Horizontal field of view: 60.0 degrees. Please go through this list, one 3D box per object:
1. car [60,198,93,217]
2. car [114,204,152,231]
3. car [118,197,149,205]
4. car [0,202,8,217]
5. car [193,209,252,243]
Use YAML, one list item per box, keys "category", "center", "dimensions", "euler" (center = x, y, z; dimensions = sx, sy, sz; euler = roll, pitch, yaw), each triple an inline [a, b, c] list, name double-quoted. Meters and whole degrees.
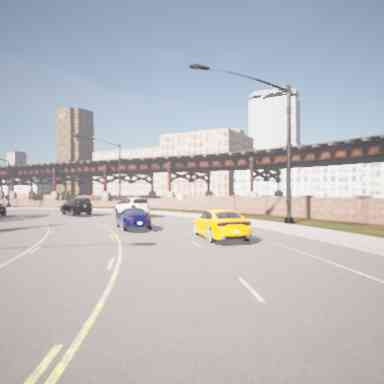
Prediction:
- category: "car"
  center: [-13.645, 1.753, 39.157]
  dimensions: [2.150, 2.045, 5.566]
  euler: [-1, -1, -40]
- category: "car"
  center: [-4.004, 1.787, 22.633]
  dimensions: [1.812, 1.442, 4.674]
  euler: [0, -1, -20]
- category: "car"
  center: [-6.373, 1.607, 35.115]
  dimensions: [2.150, 2.045, 5.566]
  euler: [-1, -1, -32]
- category: "car"
  center: [-23.906, 1.962, 39.524]
  dimensions: [5.566, 2.045, 2.150]
  euler: [-2, -1, 42]
- category: "car"
  center: [1.390, 1.630, 17.111]
  dimensions: [1.882, 1.535, 5.008]
  euler: [0, -1, -13]
